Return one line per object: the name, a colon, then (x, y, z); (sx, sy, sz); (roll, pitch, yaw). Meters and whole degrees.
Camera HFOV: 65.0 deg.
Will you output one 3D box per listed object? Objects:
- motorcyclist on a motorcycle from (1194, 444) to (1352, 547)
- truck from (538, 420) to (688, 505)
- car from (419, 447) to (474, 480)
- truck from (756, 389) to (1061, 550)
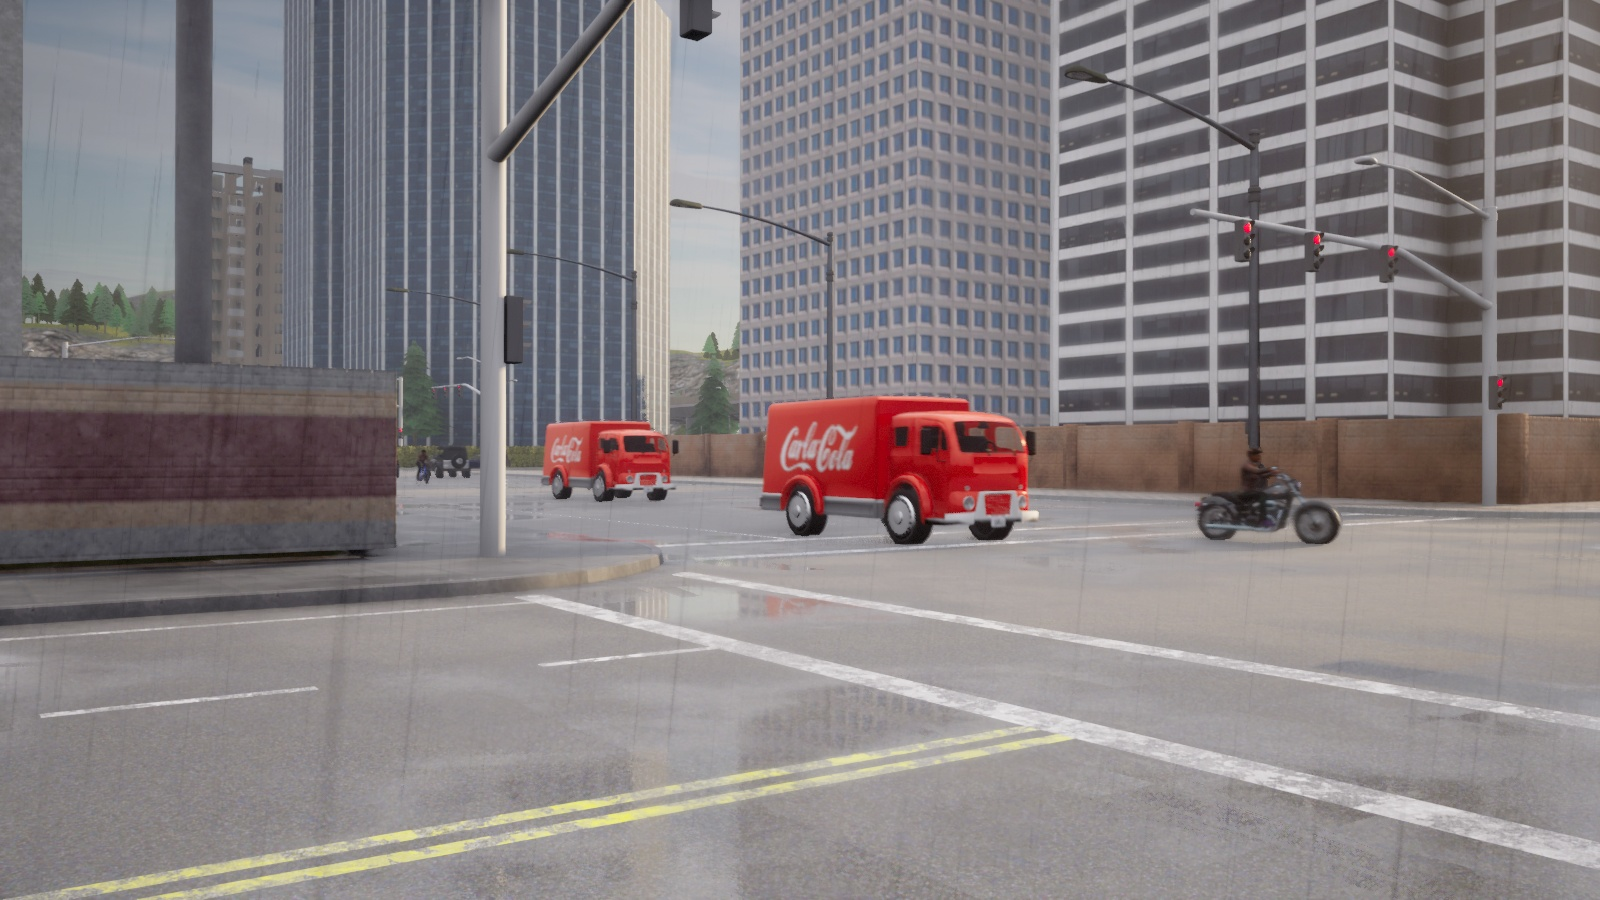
motorcyclist on a motorcycle: (7.922, 0.730, 21.098); (2.350, 1.649, 0.766); (0, -1, 37)
truck: (-5.936, 0.367, 39.384); (2.627, 2.467, 5.204); (0, 0, -35)
car: (-20.564, 0.763, 72.981); (1.905, 1.878, 3.866); (0, 0, -35)
truck: (1.730, 0.308, 22.076); (2.627, 2.467, 5.204); (0, 0, -35)
